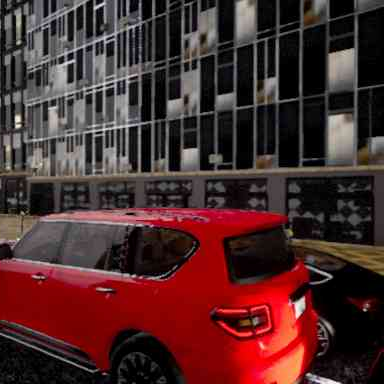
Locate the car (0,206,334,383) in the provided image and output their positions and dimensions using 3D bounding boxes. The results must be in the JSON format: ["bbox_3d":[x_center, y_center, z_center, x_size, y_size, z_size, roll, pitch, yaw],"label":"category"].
[{"bbox_3d":[-1.170,1.233,4.781,5.566,2.045,2.150,0,0,33],"label":"car"}]

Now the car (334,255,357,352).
[{"bbox_3d":[1.027,1.580,5.820,4.313,1.339,1.947,0,0,36],"label":"car"}]

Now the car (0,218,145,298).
[{"bbox_3d":[-3.604,1.563,9.139,4.507,1.381,1.887,0,0,36],"label":"car"}]

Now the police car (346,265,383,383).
[{"bbox_3d":[3.807,1.432,1.632,5.238,1.638,1.930,0,0,36],"label":"police car"}]
